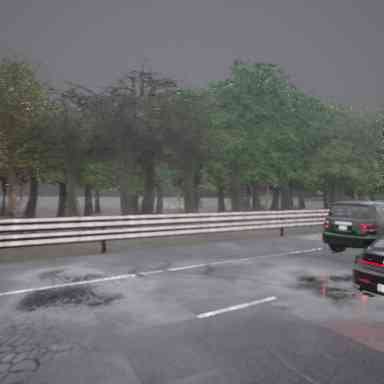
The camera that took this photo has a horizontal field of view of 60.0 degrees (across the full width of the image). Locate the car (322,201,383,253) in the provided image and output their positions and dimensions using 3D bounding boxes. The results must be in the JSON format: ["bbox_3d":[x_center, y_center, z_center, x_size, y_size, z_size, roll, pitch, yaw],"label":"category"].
[{"bbox_3d":[7.514,1.382,13.175,5.566,2.045,2.150,1,0,-34],"label":"car"}]

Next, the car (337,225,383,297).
[{"bbox_3d":[5.645,1.610,7.649,4.892,1.490,1.837,1,-1,-35],"label":"car"}]
